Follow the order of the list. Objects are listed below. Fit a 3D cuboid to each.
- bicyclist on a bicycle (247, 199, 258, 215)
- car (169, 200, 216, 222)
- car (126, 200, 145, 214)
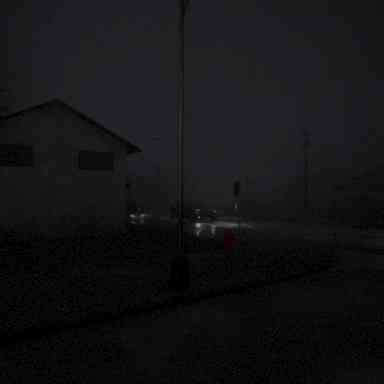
[{"bbox_3d":[6.084,1.534,33.364,1.656,1.620,0.582,0,0,-36],"label":"bicyclist on a bicycle"},{"bbox_3d":[-0.006,1.474,27.444,2.097,1.767,4.553,1,0,-35],"label":"car"},{"bbox_3d":[-7.040,1.615,37.301,2.128,1.511,4.902,1,0,-35],"label":"car"}]
